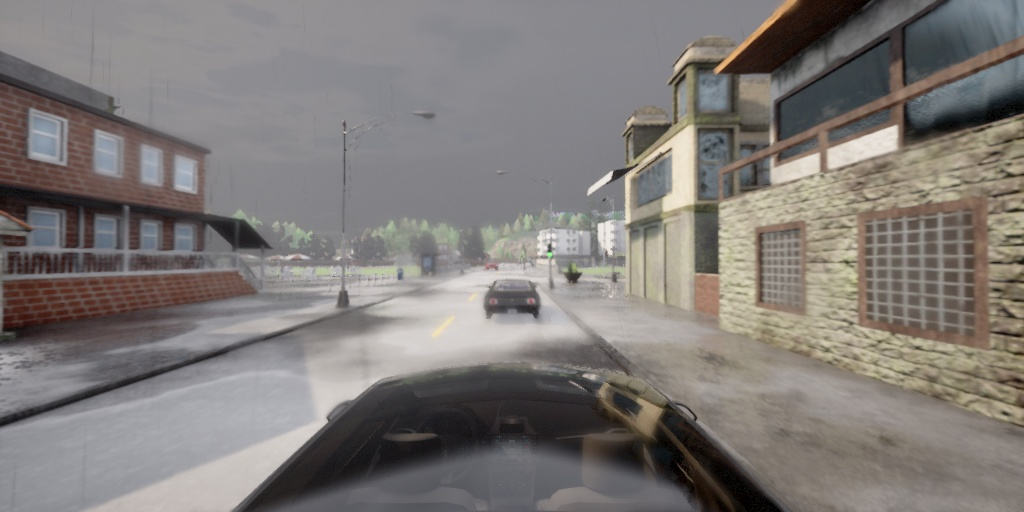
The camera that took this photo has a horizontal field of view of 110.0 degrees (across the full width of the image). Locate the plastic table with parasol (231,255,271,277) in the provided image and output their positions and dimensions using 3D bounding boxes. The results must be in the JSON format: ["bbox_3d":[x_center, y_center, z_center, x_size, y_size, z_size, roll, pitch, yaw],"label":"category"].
[{"bbox_3d":[-26.903,1.095,36.489,2.482,2.480,2.482,0,0,0],"label":"plastic table with parasol"}]

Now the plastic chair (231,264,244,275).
[{"bbox_3d":[-27.003,1.684,35.239,0.750,1.272,0.730,0,0,0],"label":"plastic chair"}]

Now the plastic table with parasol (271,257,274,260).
[{"bbox_3d":[-27.803,1.169,42.689,2.482,2.480,2.482,0,0,0],"label":"plastic table with parasol"}]

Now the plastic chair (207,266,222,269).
[{"bbox_3d":[-25.335,1.628,30.643,0.730,1.272,0.750,0,0,-1],"label":"plastic chair"}]

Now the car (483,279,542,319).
[{"bbox_3d":[0.034,1.493,13.528,1.895,1.301,4.718,0,-1,1],"label":"car"}]

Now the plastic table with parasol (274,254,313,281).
[{"bbox_3d":[-19.923,1.058,33.459,2.482,2.480,2.482,0,0,0],"label":"plastic table with parasol"}]

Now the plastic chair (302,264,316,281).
[{"bbox_3d":[-18.703,1.661,33.339,0.730,1.272,0.750,0,0,0],"label":"plastic chair"}]

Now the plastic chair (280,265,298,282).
[{"bbox_3d":[-20.003,1.646,32.139,0.750,1.272,0.730,0,0,0],"label":"plastic chair"}]

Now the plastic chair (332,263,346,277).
[{"bbox_3d":[-19.203,1.740,39.938,0.750,1.272,0.730,0,0,0],"label":"plastic chair"}]

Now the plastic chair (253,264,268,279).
[{"bbox_3d":[-25.703,1.698,36.439,0.730,1.272,0.750,0,0,0],"label":"plastic chair"}]

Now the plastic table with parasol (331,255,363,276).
[{"bbox_3d":[-19.173,1.152,41.278,2.482,2.480,2.482,0,0,0],"label":"plastic table with parasol"}]

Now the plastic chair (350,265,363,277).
[{"bbox_3d":[-17.903,1.755,41.138,0.730,1.272,0.750,0,0,0],"label":"plastic chair"}]

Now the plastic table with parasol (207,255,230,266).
[{"bbox_3d":[-26.514,1.024,30.570,2.482,2.480,2.482,0,0,0],"label":"plastic table with parasol"}]

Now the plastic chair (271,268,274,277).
[{"bbox_3d":[-27.903,1.758,41.439,0.750,1.272,0.730,0,0,0],"label":"plastic chair"}]
